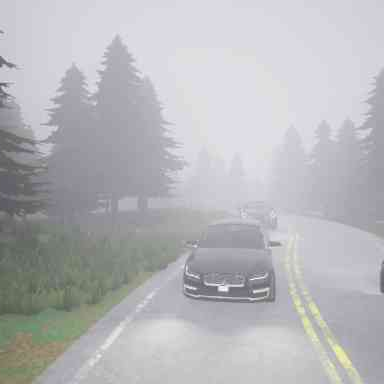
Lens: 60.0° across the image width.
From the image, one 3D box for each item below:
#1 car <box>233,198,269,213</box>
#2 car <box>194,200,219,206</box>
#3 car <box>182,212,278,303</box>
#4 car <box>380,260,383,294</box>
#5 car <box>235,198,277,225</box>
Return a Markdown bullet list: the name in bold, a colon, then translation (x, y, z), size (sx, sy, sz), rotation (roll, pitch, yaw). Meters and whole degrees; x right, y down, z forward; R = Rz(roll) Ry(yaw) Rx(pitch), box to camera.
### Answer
- **car**: translation (6.190, 1.410, 35.735), size (1.837, 1.490, 4.892), rotation (2, -1, -16)
- **car**: translation (1.903, 1.799, 44.859), size (1.812, 1.442, 4.674), rotation (3, -5, -35)
- **car**: translation (1.088, 1.496, 8.411), size (1.837, 1.490, 4.892), rotation (-1, 0, 12)
- **car**: translation (4.492, 1.308, 4.642), size (2.097, 1.767, 4.553), rotation (-1, 0, 8)
- **car**: translation (3.869, 1.270, 20.365), size (2.097, 1.767, 4.553), rotation (-1, 0, 5)
